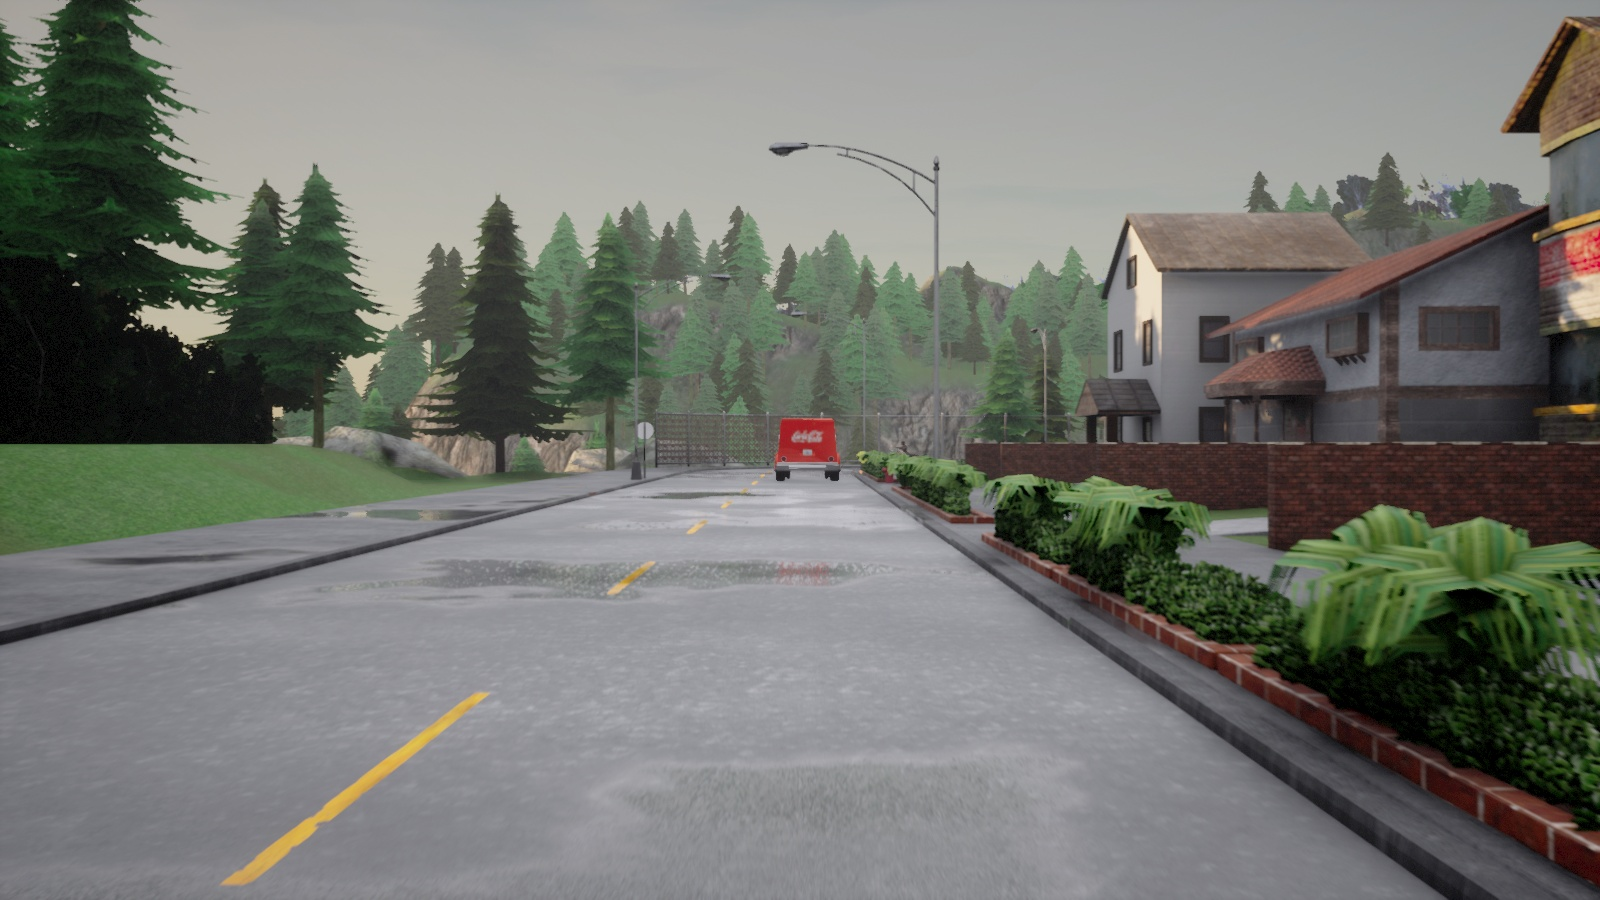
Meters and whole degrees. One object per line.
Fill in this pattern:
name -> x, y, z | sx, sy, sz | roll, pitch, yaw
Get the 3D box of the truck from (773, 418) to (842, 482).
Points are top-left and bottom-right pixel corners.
truck -> 0.305, -0.027, 50.867 | 2.627, 2.467, 5.204 | 0, 0, 0
